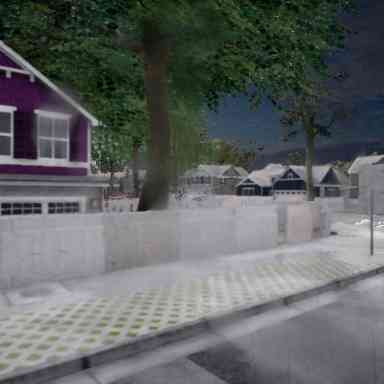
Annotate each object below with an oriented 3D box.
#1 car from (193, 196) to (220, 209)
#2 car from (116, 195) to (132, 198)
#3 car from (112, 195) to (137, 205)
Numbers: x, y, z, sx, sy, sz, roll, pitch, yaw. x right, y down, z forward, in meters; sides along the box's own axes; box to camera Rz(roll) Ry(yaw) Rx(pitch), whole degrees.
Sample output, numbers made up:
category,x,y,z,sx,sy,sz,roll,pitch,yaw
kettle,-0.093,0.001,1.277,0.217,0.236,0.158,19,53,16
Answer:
category,x,y,z,sx,sy,sz,roll,pitch,yaw
car,1.825,1.289,38.448,2.097,1.767,4.553,0,0,-40
car,-9.337,1.337,46.833,2.033,1.411,5.357,0,0,-39
car,-11.015,1.218,54.026,1.882,1.535,5.008,0,0,-40
